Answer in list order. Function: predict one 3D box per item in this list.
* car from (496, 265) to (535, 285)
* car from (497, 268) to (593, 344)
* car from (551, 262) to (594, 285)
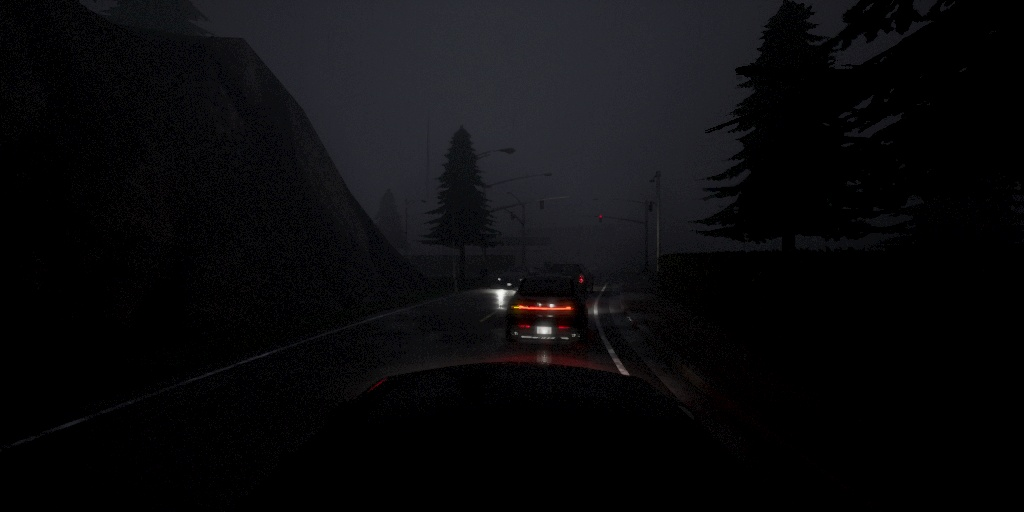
[{"bbox_3d":[0.630,1.296,23.614,2.033,1.411,5.357,0,0,18],"label":"car"},{"bbox_3d":[1.020,1.254,9.637,1.837,1.490,4.892,0,0,9],"label":"car"},{"bbox_3d":[3.022,1.101,18.558,2.097,1.767,4.553,0,0,17],"label":"car"}]
